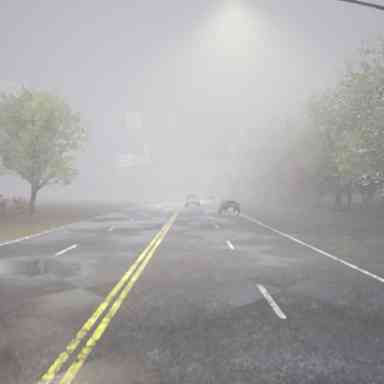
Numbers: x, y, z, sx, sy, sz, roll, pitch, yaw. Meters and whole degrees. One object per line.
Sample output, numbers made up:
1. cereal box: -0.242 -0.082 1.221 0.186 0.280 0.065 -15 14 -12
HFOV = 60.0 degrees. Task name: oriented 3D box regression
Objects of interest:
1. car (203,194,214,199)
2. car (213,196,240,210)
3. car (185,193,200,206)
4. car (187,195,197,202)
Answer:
1. car: 3.252 1.096 61.642 1.837 1.490 4.892 0 0 0
2. car: 3.252 1.148 30.186 1.837 1.490 4.892 0 0 0
3. car: 0.090 1.178 54.351 2.150 2.045 5.566 0 0 0
4. car: 0.002 1.449 73.099 2.033 1.411 5.357 0 0 0
